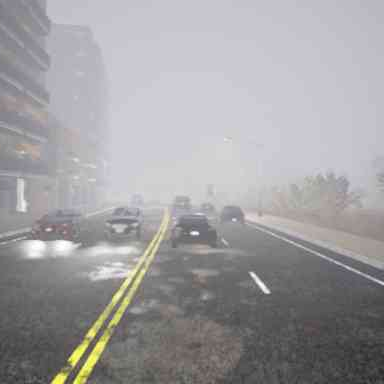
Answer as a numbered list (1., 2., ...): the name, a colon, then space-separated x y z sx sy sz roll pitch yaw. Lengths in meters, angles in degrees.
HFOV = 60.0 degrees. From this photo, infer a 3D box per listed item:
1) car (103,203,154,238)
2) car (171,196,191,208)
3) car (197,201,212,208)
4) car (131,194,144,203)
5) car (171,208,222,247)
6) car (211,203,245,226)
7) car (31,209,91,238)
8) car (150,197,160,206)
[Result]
1. car: -3.488 1.562 18.145 2.128 1.511 4.902 1 0 -2
2. car: -1.315 1.473 40.851 2.150 2.045 5.566 1 0 -5
3. car: 1.751 1.872 42.174 1.994 1.385 4.181 1 0 -4
4. car: -10.159 1.457 62.065 2.150 2.045 5.566 1 0 -7
5. car: 0.049 1.673 15.612 1.994 1.385 4.181 1 0 -2
6. car: 2.880 1.727 25.873 1.837 1.490 4.892 1 0 -3
7. car: -6.722 1.578 17.496 1.994 1.385 4.181 1 0 -2
8. car: -6.954 1.784 62.543 2.128 1.511 4.902 1 0 -6
